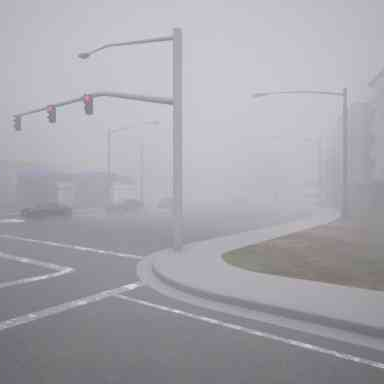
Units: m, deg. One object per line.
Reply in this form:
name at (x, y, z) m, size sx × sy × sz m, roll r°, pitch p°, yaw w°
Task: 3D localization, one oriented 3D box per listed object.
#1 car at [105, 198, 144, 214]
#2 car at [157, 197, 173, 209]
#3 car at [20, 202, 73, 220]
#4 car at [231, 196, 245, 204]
car at (-7.251, 1.478, 36.087) m, size 1.882 × 1.535 × 5.008 m, roll 0°, pitch 0°, yaw 30°
car at (-3.205, 1.505, 45.341) m, size 1.837 × 1.490 × 4.892 m, roll 0°, pitch 0°, yaw 15°
car at (-12.428, 1.564, 28.604) m, size 1.994 × 1.385 × 4.181 m, roll 0°, pitch 0°, yaw 36°
car at (8.636, 1.492, 62.511) m, size 2.128 × 1.511 × 4.902 m, roll 0°, pitch 0°, yaw -7°
